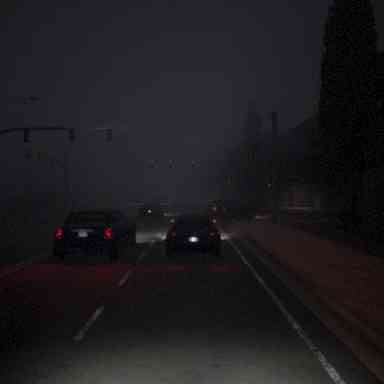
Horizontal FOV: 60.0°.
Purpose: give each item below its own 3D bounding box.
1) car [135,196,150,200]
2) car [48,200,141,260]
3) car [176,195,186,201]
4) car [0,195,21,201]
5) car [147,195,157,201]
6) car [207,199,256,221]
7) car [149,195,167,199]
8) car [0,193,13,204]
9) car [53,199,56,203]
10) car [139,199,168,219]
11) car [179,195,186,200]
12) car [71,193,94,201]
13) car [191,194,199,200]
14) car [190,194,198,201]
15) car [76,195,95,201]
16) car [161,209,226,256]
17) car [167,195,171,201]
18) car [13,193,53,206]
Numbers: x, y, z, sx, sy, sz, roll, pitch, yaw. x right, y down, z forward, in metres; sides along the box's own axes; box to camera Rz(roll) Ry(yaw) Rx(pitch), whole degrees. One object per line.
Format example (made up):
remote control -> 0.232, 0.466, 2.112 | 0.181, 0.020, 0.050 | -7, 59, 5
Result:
car -> -10.316, 1.513, 67.122 | 1.837, 1.490, 4.892 | 0, 0, 2
car -> -3.444, 1.357, 12.664 | 2.097, 1.767, 4.553 | 0, 0, 0
car -> -2.909, 1.514, 82.512 | 1.837, 1.490, 4.892 | 0, 0, 2
car -> -42.398, 1.380, 77.790 | 3.905, 1.438, 1.784 | 0, 0, 0
car -> -9.907, 1.534, 82.679 | 1.994, 1.385, 4.181 | 0, 0, 2
car -> 3.292, 1.357, 27.470 | 4.553, 1.767, 2.097 | 0, 1, -45
car -> -6.816, 1.571, 67.115 | 1.994, 1.385, 4.181 | 0, 0, 2
car -> -42.464, 1.168, 74.893 | 4.605, 1.855, 1.932 | 0, 0, 0
car -> -24.918, 1.167, 55.280 | 3.866, 1.878, 1.905 | 0, 0, 0
car -> -3.532, 1.570, 29.651 | 1.994, 1.385, 4.181 | 0, 0, 0
car -> -2.644, 1.460, 92.613 | 1.812, 1.442, 4.674 | 0, 0, 2
car -> -24.944, 1.171, 74.904 | 3.866, 1.878, 1.905 | 0, 0, 0
car -> 0.855, 1.414, 92.523 | 1.882, 1.535, 5.008 | 0, 0, 2
car -> 0.576, 1.551, 81.878 | 2.033, 1.411, 5.357 | 0, 0, 2
car -> -24.931, 1.411, 77.799 | 3.806, 1.475, 1.970 | 0, 0, 0
car -> 0.058, 1.566, 13.147 | 1.994, 1.385, 4.181 | 0, 0, 0
car -> -6.406, 1.504, 82.647 | 1.812, 1.442, 4.674 | 0, 0, 2
car -> -24.974, 1.164, 52.386 | 4.605, 1.855, 1.932 | 0, 0, 0
